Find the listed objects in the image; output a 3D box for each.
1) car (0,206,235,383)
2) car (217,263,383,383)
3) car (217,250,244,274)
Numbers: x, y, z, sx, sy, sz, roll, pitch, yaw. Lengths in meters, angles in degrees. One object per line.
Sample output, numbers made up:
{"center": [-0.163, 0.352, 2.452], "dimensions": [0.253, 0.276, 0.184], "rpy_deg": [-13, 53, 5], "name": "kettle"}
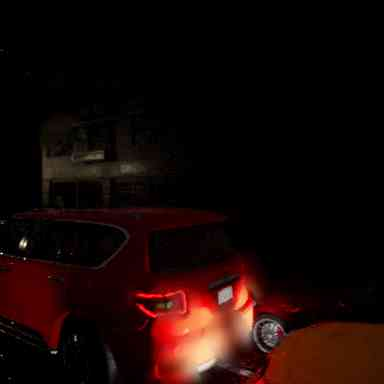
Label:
{"center": [-1.809, 1.237, 5.257], "dimensions": [5.566, 2.045, 2.150], "rpy_deg": [0, 0, 36], "name": "car"}
{"center": [2.925, 1.465, 1.842], "dimensions": [5.366, 1.575, 1.801], "rpy_deg": [0, 0, 36], "name": "car"}
{"center": [2.637, 1.596, 4.298], "dimensions": [4.206, 1.307, 1.802], "rpy_deg": [0, 0, 36], "name": "car"}
